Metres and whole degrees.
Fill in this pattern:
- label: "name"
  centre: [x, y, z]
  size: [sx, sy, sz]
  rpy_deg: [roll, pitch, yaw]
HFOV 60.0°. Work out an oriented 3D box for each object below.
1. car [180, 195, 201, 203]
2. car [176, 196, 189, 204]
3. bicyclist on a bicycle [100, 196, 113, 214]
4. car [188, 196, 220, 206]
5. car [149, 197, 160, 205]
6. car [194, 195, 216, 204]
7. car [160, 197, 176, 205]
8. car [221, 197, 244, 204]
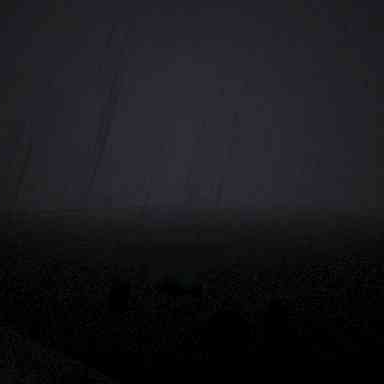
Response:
- label: "car"
  centre: [-0.202, 1.477, 68.917]
  size: [1.882, 1.535, 5.008]
  rpy_deg: [0, 0, 35]
- label: "car"
  centre: [-0.152, 1.564, 56.662]
  size: [1.994, 1.385, 4.181]
  rpy_deg: [0, 0, 35]
- label: "bicyclist on a bicycle"
  centre: [-8.062, 1.156, 31.742]
  size: [1.656, 1.620, 0.582]
  rpy_deg: [33, 17, 27]
- label: "car"
  centre: [1.990, 1.478, 53.634]
  size: [1.882, 1.535, 5.008]
  rpy_deg: [0, 0, 35]
- label: "car"
  centre: [-5.855, 1.564, 60.712]
  size: [1.994, 1.385, 4.181]
  rpy_deg: [0, 0, 35]
- label: "car"
  centre: [2.668, 1.477, 66.914]
  size: [1.882, 1.535, 5.008]
  rpy_deg: [0, 0, 35]
- label: "car"
  centre: [-3.025, 1.564, 58.659]
  size: [1.994, 1.385, 4.181]
  rpy_deg: [0, 0, 35]
- label: "car"
  centre: [7.952, 1.601, 62.253]
  size: [1.895, 1.301, 4.718]
  rpy_deg: [0, 0, 35]
